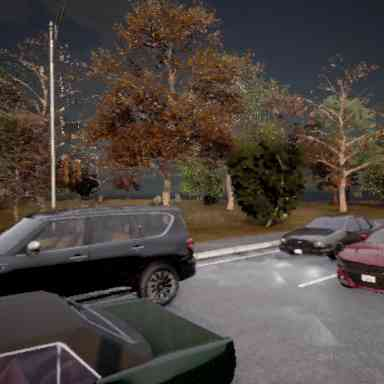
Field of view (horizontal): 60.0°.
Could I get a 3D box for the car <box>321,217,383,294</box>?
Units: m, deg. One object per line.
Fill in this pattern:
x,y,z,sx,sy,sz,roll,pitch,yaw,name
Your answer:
5.545,1.472,8.305,5.008,1.535,1.882,-1,-1,-38,car

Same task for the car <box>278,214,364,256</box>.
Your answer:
5.645,1.587,12.821,5.357,1.411,2.033,0,-1,-38,car

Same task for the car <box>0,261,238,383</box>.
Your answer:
-1.948,1.668,2.574,4.718,1.301,1.895,-1,-1,-37,car

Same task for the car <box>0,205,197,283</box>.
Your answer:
-2.472,1.337,6.567,5.566,2.045,2.150,-1,-1,-37,car
